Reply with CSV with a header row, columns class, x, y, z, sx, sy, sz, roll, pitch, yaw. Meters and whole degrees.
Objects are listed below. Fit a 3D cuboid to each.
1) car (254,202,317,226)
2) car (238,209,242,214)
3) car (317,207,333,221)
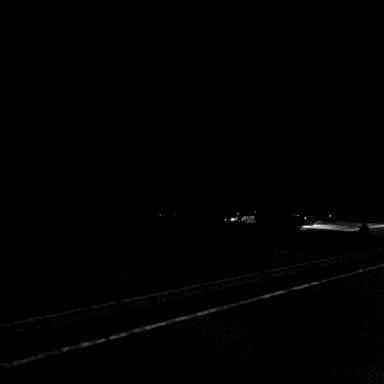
class,x,y,z,sx,sy,sz,roll,pitch,yaw
car,6.622,1.650,24.601,1.994,1.385,4.181,0,-1,-39
car,2.734,1.786,34.667,2.033,1.411,5.357,0,-1,-42
car,8.981,1.585,27.250,2.128,1.511,4.902,0,-1,-39
